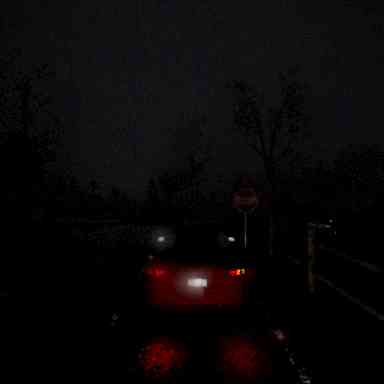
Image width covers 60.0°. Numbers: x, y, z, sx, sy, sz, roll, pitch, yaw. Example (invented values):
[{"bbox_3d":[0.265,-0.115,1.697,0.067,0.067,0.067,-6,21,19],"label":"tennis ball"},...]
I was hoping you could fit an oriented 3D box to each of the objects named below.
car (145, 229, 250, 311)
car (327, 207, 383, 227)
[{"bbox_3d":[0.100,1.556,7.821,1.994,1.385,4.181,0,0,0],"label":"car"},{"bbox_3d":[12.845,1.807,24.366,5.357,1.411,2.033,1,1,0],"label":"car"}]
